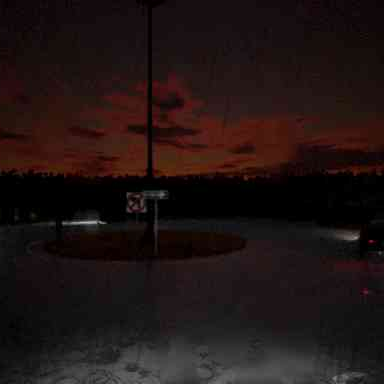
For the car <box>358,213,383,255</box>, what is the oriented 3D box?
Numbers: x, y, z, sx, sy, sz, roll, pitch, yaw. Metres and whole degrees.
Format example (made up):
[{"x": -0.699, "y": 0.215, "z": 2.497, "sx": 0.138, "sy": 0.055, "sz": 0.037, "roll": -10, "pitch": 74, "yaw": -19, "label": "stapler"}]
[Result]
[{"x": 7.433, "y": 1.542, "z": 12.704, "sx": 1.812, "sy": 1.442, "sz": 4.674, "roll": 0, "pitch": 0, "yaw": 29, "label": "car"}]

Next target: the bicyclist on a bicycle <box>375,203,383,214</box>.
[{"x": 11.260, "y": 1.473, "z": 19.431, "sx": 1.656, "sy": 1.620, "sz": 0.582, "roll": 0, "pitch": 0, "yaw": -17, "label": "bicyclist on a bicycle"}]

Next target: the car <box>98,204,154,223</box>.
[{"x": -4.986, "y": 1.591, "z": 25.235, "sx": 4.181, "sy": 1.385, "sz": 1.994, "roll": 0, "pitch": 0, "yaw": -12, "label": "car"}]
